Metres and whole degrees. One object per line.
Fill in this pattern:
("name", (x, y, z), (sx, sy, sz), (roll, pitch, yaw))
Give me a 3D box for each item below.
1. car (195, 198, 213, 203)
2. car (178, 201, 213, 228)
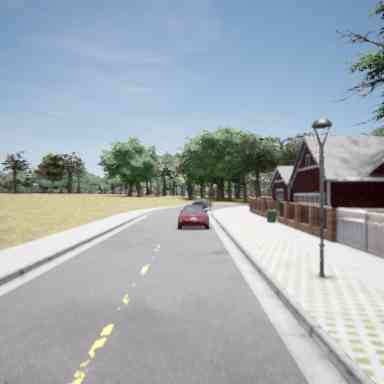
("car", (1.316, 1.516, 39.562), (1.837, 1.490, 4.892), (-1, 0, 12))
("car", (0.093, 1.553, 21.869), (1.994, 1.385, 4.181), (0, 0, 0))
